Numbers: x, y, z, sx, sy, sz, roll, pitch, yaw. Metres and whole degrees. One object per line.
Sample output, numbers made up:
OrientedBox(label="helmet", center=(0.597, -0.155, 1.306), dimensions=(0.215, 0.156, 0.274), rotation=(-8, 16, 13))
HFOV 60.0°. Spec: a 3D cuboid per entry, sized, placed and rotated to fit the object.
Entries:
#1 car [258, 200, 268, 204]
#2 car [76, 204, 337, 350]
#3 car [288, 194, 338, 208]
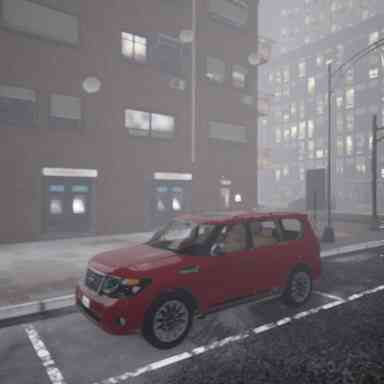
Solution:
OrientedBox(label="car", center=(5.672, 1.313, 29.214), dimensions=(1.802, 1.307, 4.206), rotation=(1, 0, -36))
OrientedBox(label="car", center=(0.468, 1.313, 6.427), dimensions=(5.009, 1.841, 2.192), rotation=(0, 0, -36))
OrientedBox(label="car", center=(12.279, 1.084, 33.976), dimensions=(2.192, 1.841, 5.009), rotation=(1, 0, -36))
